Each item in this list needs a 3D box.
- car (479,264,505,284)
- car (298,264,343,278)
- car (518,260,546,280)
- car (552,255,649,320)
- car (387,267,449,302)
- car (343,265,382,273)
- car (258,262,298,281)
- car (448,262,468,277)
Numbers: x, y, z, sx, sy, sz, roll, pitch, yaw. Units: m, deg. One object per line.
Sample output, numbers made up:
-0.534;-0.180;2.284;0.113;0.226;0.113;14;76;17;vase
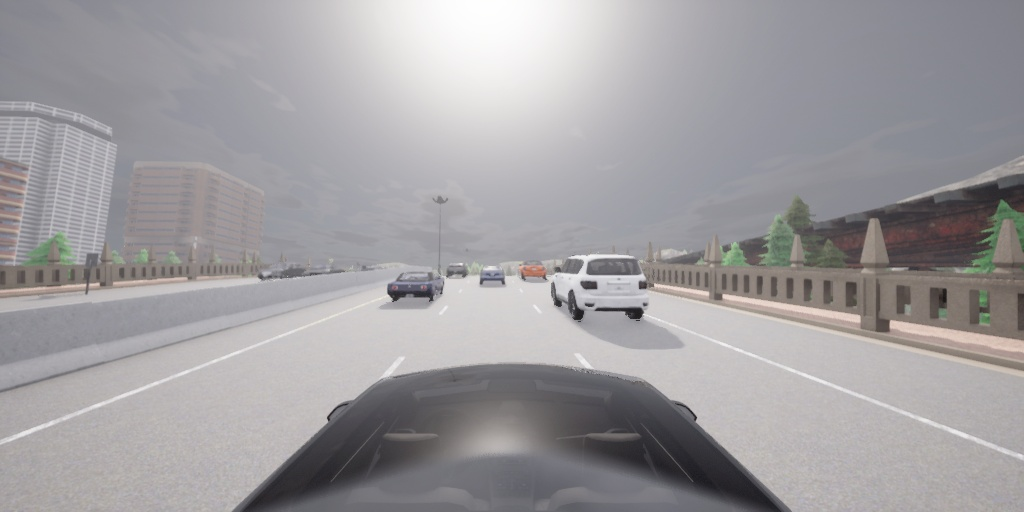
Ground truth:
-1.485;1.326;27.024;2.033;1.411;5.357;0;0;-3;car
-15.912;1.367;30.547;1.994;1.385;4.181;0;-1;-3;car
1.731;1.149;31.994;2.097;1.767;4.553;0;-1;-3;car
2.855;0.983;12.774;2.150;2.045;5.566;0;0;-3;car
-4.417;1.371;17.232;1.895;1.301;4.718;0;0;-3;car
-12.427;1.403;30.885;1.895;1.301;4.718;0;-1;-3;car
-19.417;1.299;30.523;2.128;1.511;4.902;0;-1;-3;car
-5.567;1.410;36.828;2.128;1.511;4.902;0;-2;-3;car
